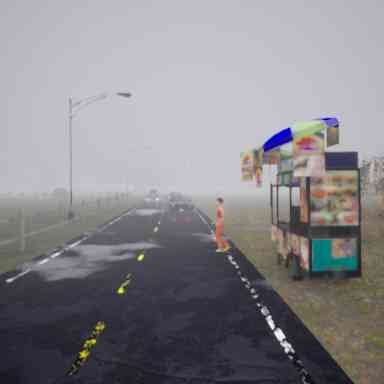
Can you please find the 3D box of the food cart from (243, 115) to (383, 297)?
[{"bbox_3d":[2.940,0.263,8.902,2.280,3.560,4.660,-1,0,-2],"label":"food cart"}]

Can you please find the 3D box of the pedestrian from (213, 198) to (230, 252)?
[{"bbox_3d":[0.941,1.047,10.937,0.375,1.860,0.375,1,0,0],"label":"pedestrian"}]

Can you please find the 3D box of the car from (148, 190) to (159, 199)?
[{"bbox_3d":[-6.510,0.330,55.878,1.812,1.442,4.674,0,1,-7],"label":"car"}]

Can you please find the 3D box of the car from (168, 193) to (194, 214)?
[{"bbox_3d":[-0.921,1.005,26.943,1.895,1.301,4.718,0,1,-4],"label":"car"}]

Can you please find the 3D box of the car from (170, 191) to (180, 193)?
[{"bbox_3d":[-2.131,0.630,42.351,2.033,1.411,5.357,0,1,-5],"label":"car"}]
